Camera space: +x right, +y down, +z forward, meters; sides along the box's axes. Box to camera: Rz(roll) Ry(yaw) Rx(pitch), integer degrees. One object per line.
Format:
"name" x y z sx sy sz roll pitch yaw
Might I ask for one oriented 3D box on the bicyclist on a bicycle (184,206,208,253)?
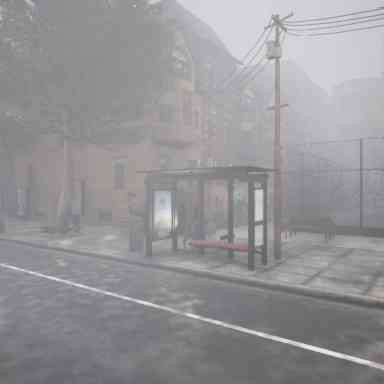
"bicyclist on a bicycle" 0.231 1.341 11.908 0.582 1.620 1.656 0 -3 36
